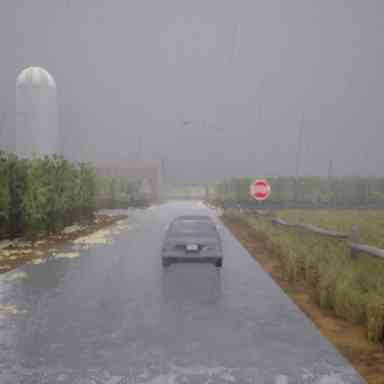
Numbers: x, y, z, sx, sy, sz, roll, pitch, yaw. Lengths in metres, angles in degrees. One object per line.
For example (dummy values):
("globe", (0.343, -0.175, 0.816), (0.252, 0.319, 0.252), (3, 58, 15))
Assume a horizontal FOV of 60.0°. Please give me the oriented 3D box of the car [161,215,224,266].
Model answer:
("car", (0.022, 1.507, 11.338), (2.033, 1.411, 5.357), (0, 0, 0))
